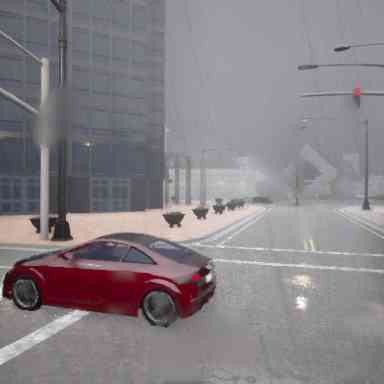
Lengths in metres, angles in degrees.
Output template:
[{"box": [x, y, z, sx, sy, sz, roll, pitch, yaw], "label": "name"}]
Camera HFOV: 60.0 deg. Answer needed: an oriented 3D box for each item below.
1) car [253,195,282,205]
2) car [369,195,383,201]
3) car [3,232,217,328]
[{"box": [12.666, 1.320, 56.241, 4.902, 1.511, 2.128, 0, 1, 37], "label": "car"}, {"box": [45.648, 1.428, 79.605, 1.812, 1.442, 4.674, 0, 0, -29], "label": "car"}, {"box": [-1.597, 1.541, 6.720, 4.181, 1.385, 1.994, 0, 0, 17], "label": "car"}]
